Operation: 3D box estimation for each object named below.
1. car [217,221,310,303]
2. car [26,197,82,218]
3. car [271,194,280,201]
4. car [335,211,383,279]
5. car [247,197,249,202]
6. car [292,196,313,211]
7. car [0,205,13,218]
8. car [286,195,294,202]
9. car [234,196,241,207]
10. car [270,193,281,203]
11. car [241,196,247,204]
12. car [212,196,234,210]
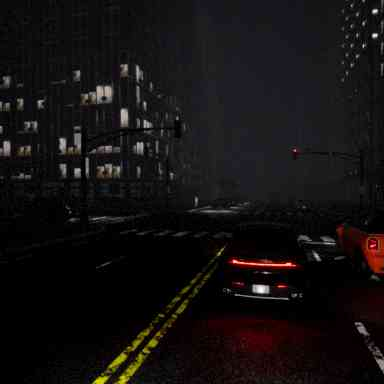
[{"bbox_3d":[1.839,1.501,8.342,1.837,1.490,4.892,0,0,14],"label":"car"},{"bbox_3d":[-11.808,1.216,28.622,4.553,1.767,2.097,1,1,15],"label":"car"},{"bbox_3d":[20.215,1.236,80.349,1.882,1.535,5.008,0,0,14],"label":"car"},{"bbox_3d":[5.707,1.347,9.950,2.097,1.767,4.553,0,0,14],"label":"car"},{"bbox_3d":[10.993,1.497,70.504,1.994,1.385,4.181,0,0,14],"label":"car"},{"bbox_3d":[13.289,1.500,39.914,1.812,1.442,4.674,0,0,15],"label":"car"},{"bbox_3d":[-16.809,1.434,27.175,4.313,1.339,1.947,1,1,15],"label":"car"},{"bbox_3d":[21.945,1.459,73.982,2.128,1.511,4.902,0,0,14],"label":"car"},{"bbox_3d":[6.132,1.471,51.846,1.837,1.490,4.892,0,0,14],"label":"car"},{"bbox_3d":[17.647,1.158,70.284,2.150,2.045,5.566,0,0,14],"label":"car"},{"bbox_3d":[8.455,1.482,60.844,1.812,1.442,4.674,0,0,15],"label":"car"},{"bbox_3d":[3.843,1.501,42.864,1.812,1.442,4.674,0,0,14],"label":"car"}]
